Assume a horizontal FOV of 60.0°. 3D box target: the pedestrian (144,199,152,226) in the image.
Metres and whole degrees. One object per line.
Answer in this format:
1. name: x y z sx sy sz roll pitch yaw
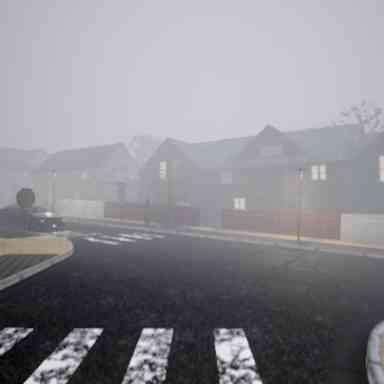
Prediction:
1. pedestrian: -3.078 1.371 22.734 0.375 1.860 0.375 -1 -6 32

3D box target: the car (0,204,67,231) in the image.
1. car: -9.978 1.451 20.143 5.357 1.411 2.033 2 -1 32
